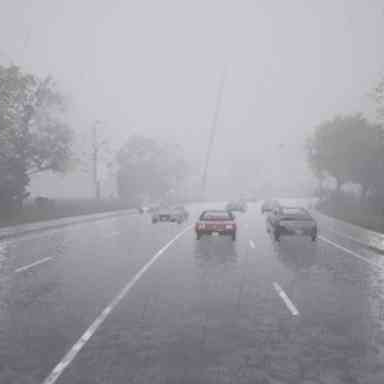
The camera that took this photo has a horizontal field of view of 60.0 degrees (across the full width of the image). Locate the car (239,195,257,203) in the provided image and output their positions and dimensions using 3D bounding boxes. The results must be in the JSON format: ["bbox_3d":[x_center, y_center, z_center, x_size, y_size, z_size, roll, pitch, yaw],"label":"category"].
[{"bbox_3d":[10.841,1.440,62.766,1.994,1.385,4.181,0,0,25],"label":"car"}]

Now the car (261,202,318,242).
[{"bbox_3d":[4.771,1.466,16.392,2.128,1.511,4.902,0,0,7],"label":"car"}]

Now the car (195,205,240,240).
[{"bbox_3d":[1.297,1.563,16.925,1.895,1.301,4.718,0,0,7],"label":"car"}]

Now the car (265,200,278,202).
[{"bbox_3d":[8.305,1.507,34.771,1.994,1.385,4.181,0,0,14],"label":"car"}]

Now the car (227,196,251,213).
[{"bbox_3d":[4.774,1.475,35.269,2.033,1.411,5.357,0,0,15],"label":"car"}]

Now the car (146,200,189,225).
[{"bbox_3d":[-1.455,1.500,23.420,1.994,1.385,4.181,0,0,10],"label":"car"}]

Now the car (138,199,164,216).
[{"bbox_3d":[-3.523,1.398,31.293,2.128,1.511,4.902,0,0,13],"label":"car"}]
